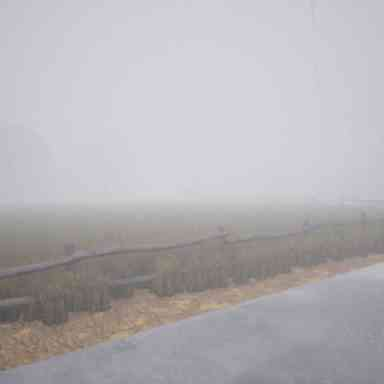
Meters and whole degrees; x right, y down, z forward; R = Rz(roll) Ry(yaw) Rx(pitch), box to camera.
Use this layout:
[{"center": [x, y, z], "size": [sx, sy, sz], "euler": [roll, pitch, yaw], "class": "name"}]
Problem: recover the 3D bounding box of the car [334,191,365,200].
[{"center": [33.583, 0.804, 70.978], "size": [2.242, 1.667, 4.611], "euler": [-1, 0, -37], "class": "car"}]
